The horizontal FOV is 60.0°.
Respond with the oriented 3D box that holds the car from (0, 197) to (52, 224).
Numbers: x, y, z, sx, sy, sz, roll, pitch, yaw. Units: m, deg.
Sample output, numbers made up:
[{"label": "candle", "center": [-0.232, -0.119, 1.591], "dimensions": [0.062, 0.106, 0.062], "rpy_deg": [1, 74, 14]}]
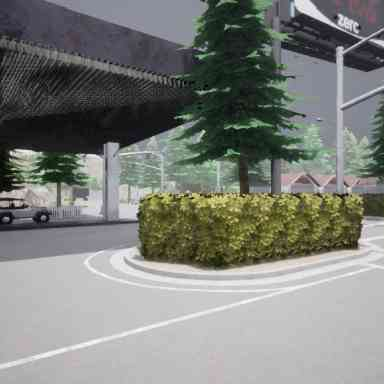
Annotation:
[{"label": "car", "center": [-12.050, 1.313, 23.427], "dimensions": [3.866, 1.878, 1.905], "rpy_deg": [0, 0, -36]}]
